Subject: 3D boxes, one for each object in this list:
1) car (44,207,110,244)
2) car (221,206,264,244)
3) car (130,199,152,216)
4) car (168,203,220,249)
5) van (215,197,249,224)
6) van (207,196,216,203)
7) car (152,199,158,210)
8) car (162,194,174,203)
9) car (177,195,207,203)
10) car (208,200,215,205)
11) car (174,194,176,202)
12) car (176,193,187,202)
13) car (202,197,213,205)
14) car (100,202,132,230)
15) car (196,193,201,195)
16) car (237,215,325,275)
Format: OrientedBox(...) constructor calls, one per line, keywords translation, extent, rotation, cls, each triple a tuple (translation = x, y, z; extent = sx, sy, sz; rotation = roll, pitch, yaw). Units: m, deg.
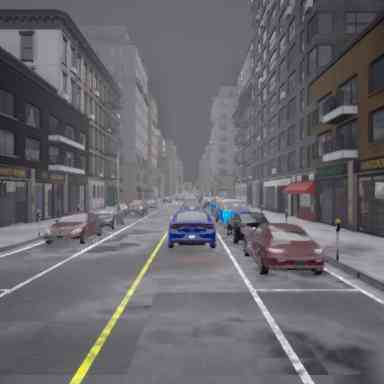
OrientedBox(translation=(-5.388, 1.585, 15.651), extent=(1.802, 1.307, 4.206), rotation=(0, 0, 0), cls="car")
OrientedBox(translation=(2.637, 1.568, 15.651), extent=(1.947, 1.339, 4.313), rotation=(0, 0, 0), cls="car")
OrientedBox(translation=(-5.388, 1.457, 32.183), extent=(1.967, 1.590, 4.097), rotation=(0, 0, 0), cls="car")
OrientedBox(translation=(0.000, 1.488, 14.650), extent=(1.882, 1.535, 5.008), rotation=(0, 0, 0), cls="car")
OrientedBox(translation=(2.637, 1.347, 21.162), extent=(1.690, 1.788, 3.998), rotation=(0, 0, 0), cls="van")
OrientedBox(translation=(2.637, 1.358, 32.183), extent=(1.690, 1.788, 3.998), rotation=(0, 0, 0), cls="van")
OrientedBox(translation=(-5.388, 1.582, 43.205), extent=(2.008, 1.369, 4.403), rotation=(0, 0, 0), cls="car")
OrientedBox(translation=(-5.388, 1.610, 70.760), extent=(1.887, 1.381, 4.507), rotation=(0, 0, 0), cls="car")
OrientedBox(translation=(0.000, 1.381, 29.621), extent=(2.097, 1.767, 4.553), rotation=(0, 0, 0), cls="car")
OrientedBox(translation=(2.637, 1.561, 26.673), extent=(2.008, 1.369, 4.403), rotation=(0, 0, 0), cls="car")
OrientedBox(translation=(-5.388, 1.638, 76.271), extent=(1.947, 1.339, 4.313), rotation=(0, 0, 0), cls="car")
OrientedBox(translation=(-2.750, 1.371, 76.741), extent=(2.097, 1.767, 4.553), rotation=(0, 0, 0), cls="car")
OrientedBox(translation=(2.750, 1.579, 59.786), extent=(1.812, 1.442, 4.674), rotation=(0, 0, 0), cls="car")
OrientedBox(translation=(-5.388, 1.557, 21.161), extent=(2.008, 1.369, 4.403), rotation=(0, 0, 0), cls="car")
OrientedBox(translation=(2.637, 1.387, 76.271), extent=(2.192, 1.841, 5.009), rotation=(0, 0, 0), cls="car")
OrientedBox(translation=(2.638, 1.582, 10.141), extent=(1.802, 1.307, 4.206), rotation=(0, 0, 0), cls="car")
